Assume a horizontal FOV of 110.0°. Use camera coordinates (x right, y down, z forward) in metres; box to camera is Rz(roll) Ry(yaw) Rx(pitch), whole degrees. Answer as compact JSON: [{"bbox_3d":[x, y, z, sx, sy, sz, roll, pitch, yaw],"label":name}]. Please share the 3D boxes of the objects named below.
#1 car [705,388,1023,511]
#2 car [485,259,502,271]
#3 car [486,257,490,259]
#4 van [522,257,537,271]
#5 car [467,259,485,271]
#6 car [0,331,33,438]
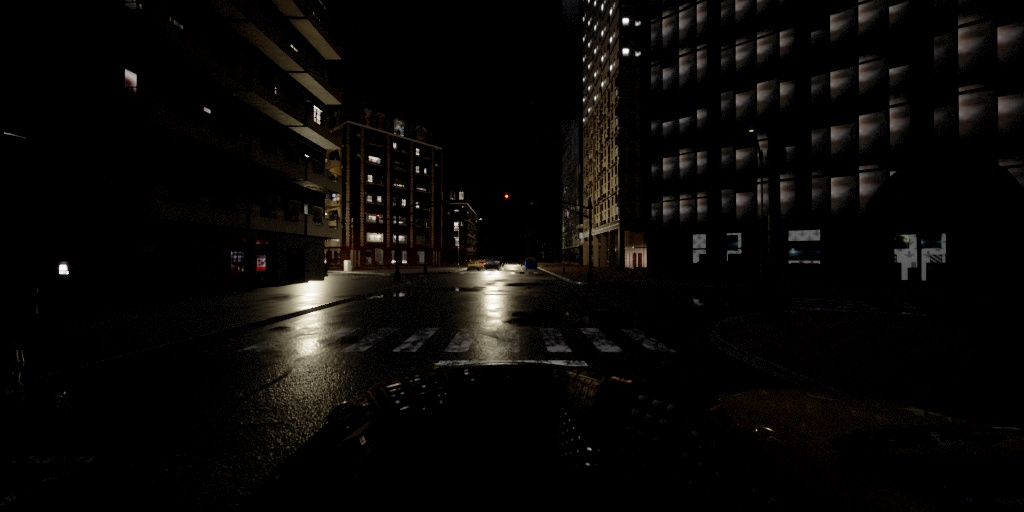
[{"bbox_3d":[2.563,1.275,1.261,1.751,1.417,4.829,0,0,0],"label":"car"},{"bbox_3d":[-2.784,1.398,51.469,1.895,1.301,4.718,0,0,0],"label":"car"},{"bbox_3d":[-5.240,1.259,61.200,1.967,1.591,4.097,0,0,0],"label":"car"},{"bbox_3d":[2.626,1.136,50.084,1.690,1.789,3.998,0,0,0],"label":"van"},{"bbox_3d":[-5.255,1.320,49.925,1.751,1.417,4.829,0,0,0],"label":"car"},{"bbox_3d":[-5.318,1.064,1.095,2.192,1.841,5.009,0,0,0],"label":"car"}]
